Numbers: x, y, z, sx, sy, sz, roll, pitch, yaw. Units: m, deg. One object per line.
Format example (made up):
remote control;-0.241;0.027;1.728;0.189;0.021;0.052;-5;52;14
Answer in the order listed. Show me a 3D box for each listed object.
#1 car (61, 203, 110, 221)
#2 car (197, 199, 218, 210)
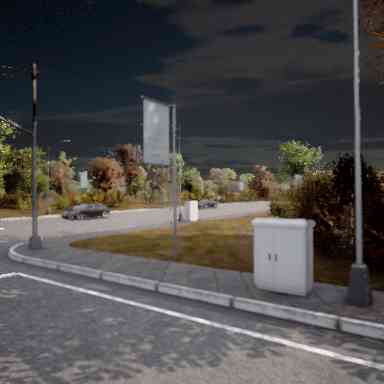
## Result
car;-9.844;1.813;31.092;1.837;1.490;4.892;-1;0;32
car;2.122;1.830;49.939;1.837;1.490;4.892;-1;-1;33
